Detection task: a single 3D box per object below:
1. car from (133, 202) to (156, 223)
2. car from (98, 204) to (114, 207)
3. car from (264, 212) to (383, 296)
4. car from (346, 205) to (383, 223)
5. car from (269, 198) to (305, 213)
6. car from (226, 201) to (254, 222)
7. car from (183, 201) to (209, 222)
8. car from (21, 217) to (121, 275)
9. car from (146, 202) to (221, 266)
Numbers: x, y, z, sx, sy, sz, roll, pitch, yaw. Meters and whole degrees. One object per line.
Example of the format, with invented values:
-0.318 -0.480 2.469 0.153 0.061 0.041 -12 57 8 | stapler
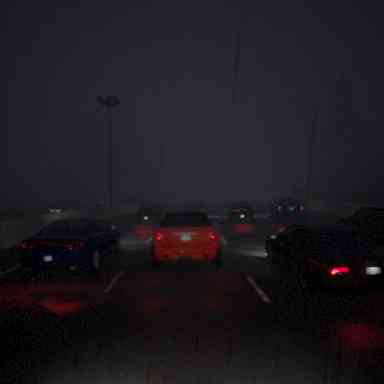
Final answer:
-3.172 1.619 26.674 1.837 1.490 4.892 -1 0 5 | car
-13.988 1.733 52.419 2.097 1.767 4.553 -1 0 11 | car
3.318 1.495 8.628 2.033 1.411 5.357 -1 0 -1 | car
6.818 1.234 11.886 2.097 1.767 4.553 -1 0 0 | car
7.300 1.248 25.979 2.097 1.767 4.553 -1 0 4 | car
3.824 1.476 26.435 1.837 1.490 4.892 -1 0 5 | car
0.416 1.566 27.681 1.812 1.442 4.674 -1 0 5 | car
-3.684 1.573 11.001 1.882 1.535 5.008 -1 -1 0 | car
-0.178 1.376 11.868 2.097 1.767 4.553 -1 0 0 | car
